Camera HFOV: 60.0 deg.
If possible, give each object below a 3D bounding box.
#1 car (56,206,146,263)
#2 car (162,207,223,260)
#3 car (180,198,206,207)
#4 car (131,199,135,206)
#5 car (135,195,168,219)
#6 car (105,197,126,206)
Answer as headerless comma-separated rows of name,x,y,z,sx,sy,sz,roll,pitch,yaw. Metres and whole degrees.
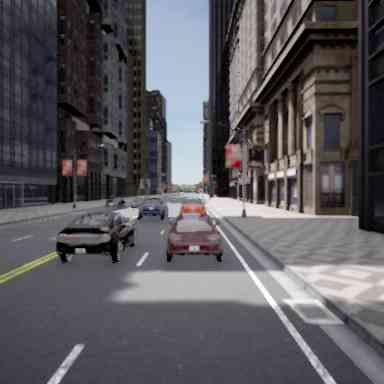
car,-3.172,1.465,11.916,2.128,1.511,4.902,0,0,0
car,0.077,1.498,12.118,1.812,1.442,4.674,0,0,0
car,0.077,1.290,28.027,2.097,1.767,4.553,0,0,0
car,-6.598,1.258,43.126,2.097,1.767,4.553,0,0,0
car,-3.173,1.290,28.036,2.097,1.767,4.553,0,0,0
car,-9.847,1.399,42.992,2.128,1.511,4.902,0,0,0
